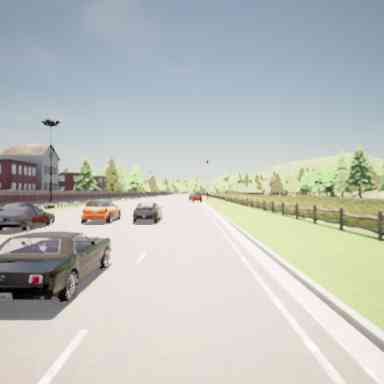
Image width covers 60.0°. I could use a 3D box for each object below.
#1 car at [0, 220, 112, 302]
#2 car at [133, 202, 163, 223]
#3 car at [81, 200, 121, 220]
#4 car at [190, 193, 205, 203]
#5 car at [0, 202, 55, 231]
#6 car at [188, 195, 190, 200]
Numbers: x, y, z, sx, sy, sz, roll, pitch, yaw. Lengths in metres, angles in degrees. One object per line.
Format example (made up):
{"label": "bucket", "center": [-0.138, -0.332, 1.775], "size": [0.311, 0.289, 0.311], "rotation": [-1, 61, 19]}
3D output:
{"label": "car", "center": [-3.400, 1.615, 8.252], "size": [1.895, 1.301, 4.718], "rotation": [0, 0, 0]}
{"label": "car", "center": [-3.402, 1.536, 26.027], "size": [2.128, 1.511, 4.902], "rotation": [0, 0, 0]}
{"label": "car", "center": [-6.902, 1.396, 25.758], "size": [2.097, 1.767, 4.553], "rotation": [0, 0, 0]}
{"label": "car", "center": [1.219, 1.352, 75.281], "size": [2.150, 2.045, 5.566], "rotation": [0, 0, 0]}
{"label": "car", "center": [-10.402, 1.582, 20.680], "size": [2.033, 1.411, 5.357], "rotation": [0, 0, 0]}
{"label": "car", "center": [-0.006, 1.554, 92.473], "size": [1.812, 1.442, 4.674], "rotation": [0, 0, 0]}
